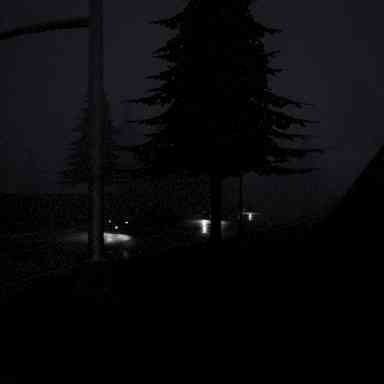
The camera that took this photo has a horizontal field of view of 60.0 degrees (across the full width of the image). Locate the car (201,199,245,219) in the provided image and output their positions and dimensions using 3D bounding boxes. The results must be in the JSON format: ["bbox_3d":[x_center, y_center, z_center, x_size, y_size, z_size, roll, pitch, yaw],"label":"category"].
[{"bbox_3d":[2.691,1.547,29.248,2.033,1.411,5.357,0,0,26],"label":"car"}]

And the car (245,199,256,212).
[{"bbox_3d":[6.459,1.547,38.985,2.033,1.411,5.357,0,0,16],"label":"car"}]

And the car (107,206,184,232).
[{"bbox_3d":[-2.629,1.547,20.380,2.033,1.411,5.357,0,0,35],"label":"car"}]
